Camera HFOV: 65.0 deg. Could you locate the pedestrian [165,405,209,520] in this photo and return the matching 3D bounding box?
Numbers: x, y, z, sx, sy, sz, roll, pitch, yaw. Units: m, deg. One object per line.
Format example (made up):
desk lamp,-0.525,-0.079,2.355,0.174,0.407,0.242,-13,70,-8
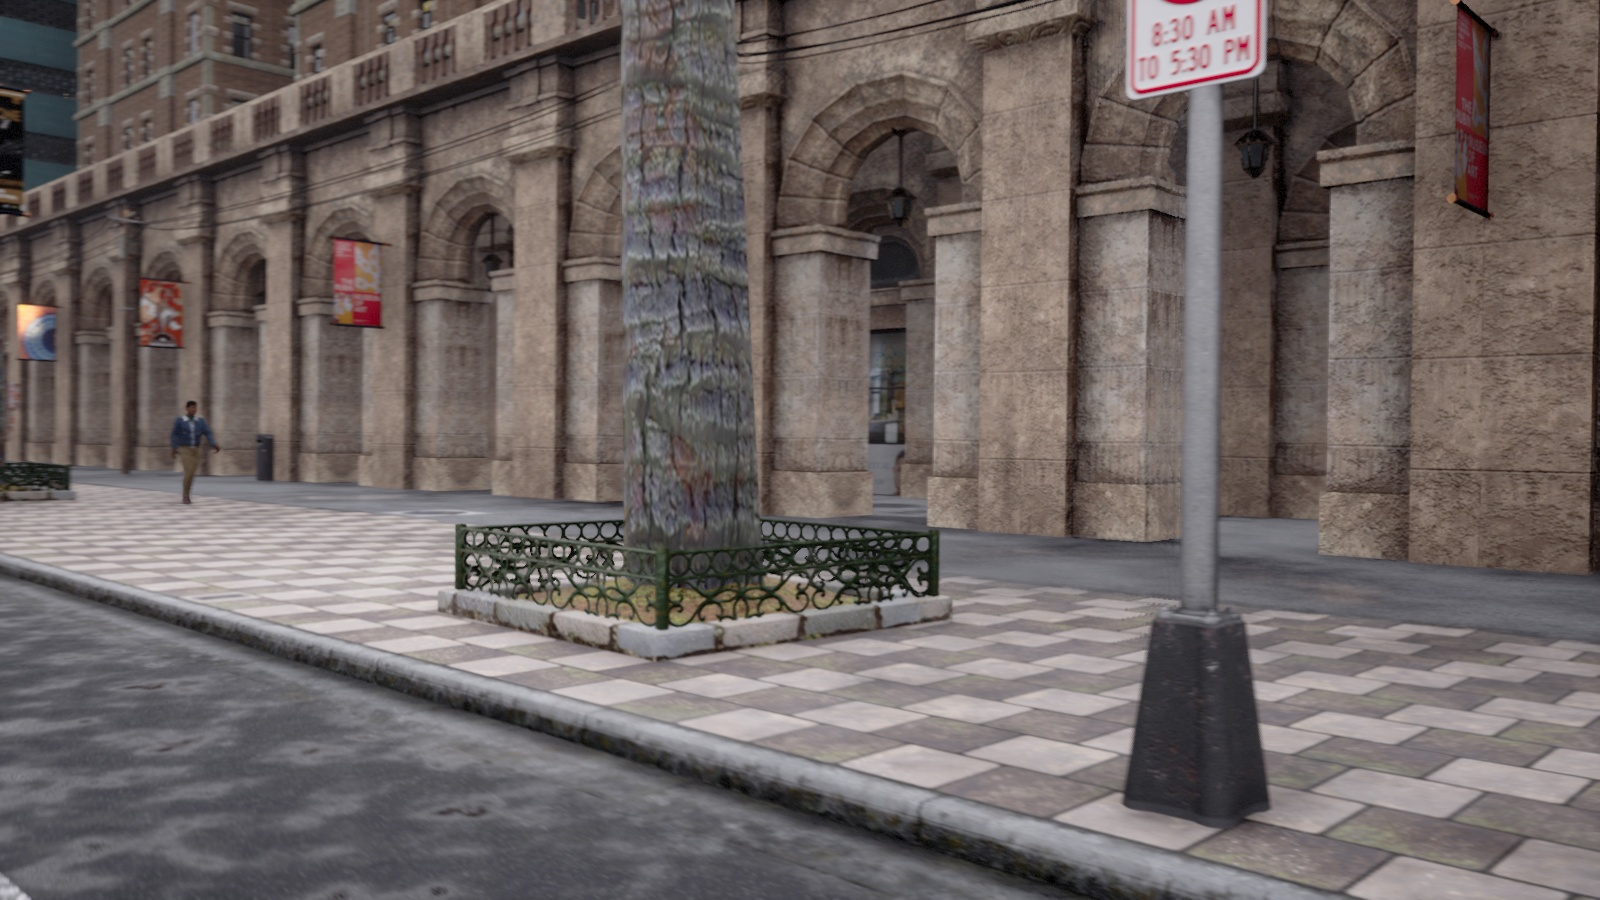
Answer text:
pedestrian,-10.619,0.215,21.762,0.788,1.949,0.423,0,1,44
